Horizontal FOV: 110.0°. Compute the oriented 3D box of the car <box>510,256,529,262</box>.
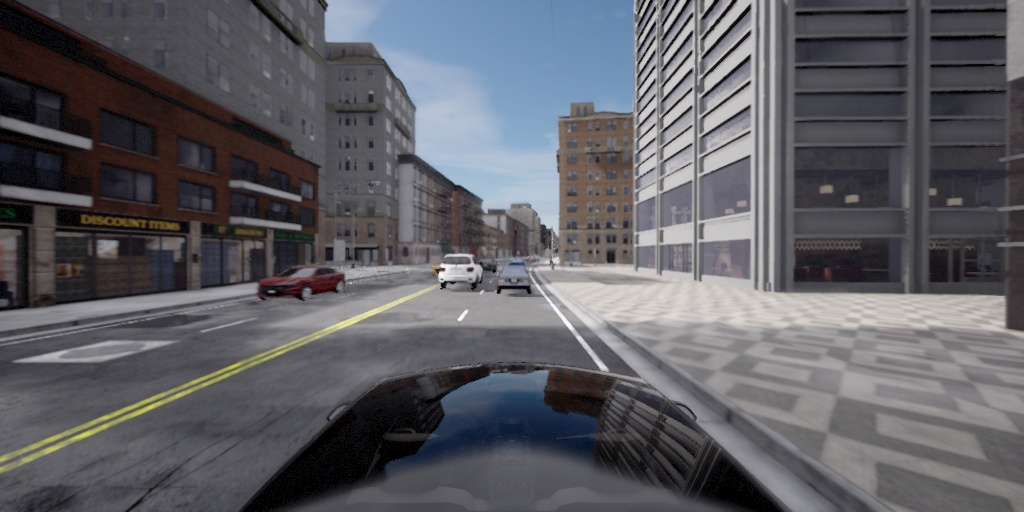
[{"bbox_3d":[0.692,1.056,42.694,1.882,1.535,5.008,0,0,3],"label":"car"}]

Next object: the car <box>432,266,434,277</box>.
[{"bbox_3d":[-6.286,1.105,34.480,1.882,1.535,5.008,0,0,2],"label":"car"}]

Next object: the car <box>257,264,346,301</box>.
[{"bbox_3d":[-9.834,1.191,17.172,1.882,1.535,5.008,0,0,0],"label":"car"}]

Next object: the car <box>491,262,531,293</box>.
[{"bbox_3d":[0.111,1.250,20.202,2.033,1.411,5.357,0,0,0],"label":"car"}]

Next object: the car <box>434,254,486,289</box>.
[{"bbox_3d":[-3.116,0.913,22.732,2.150,2.045,5.566,0,0,0],"label":"car"}]

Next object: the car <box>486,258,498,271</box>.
[{"bbox_3d":[-2.675,0.949,39.990,2.097,1.767,4.553,0,0,2],"label":"car"}]
